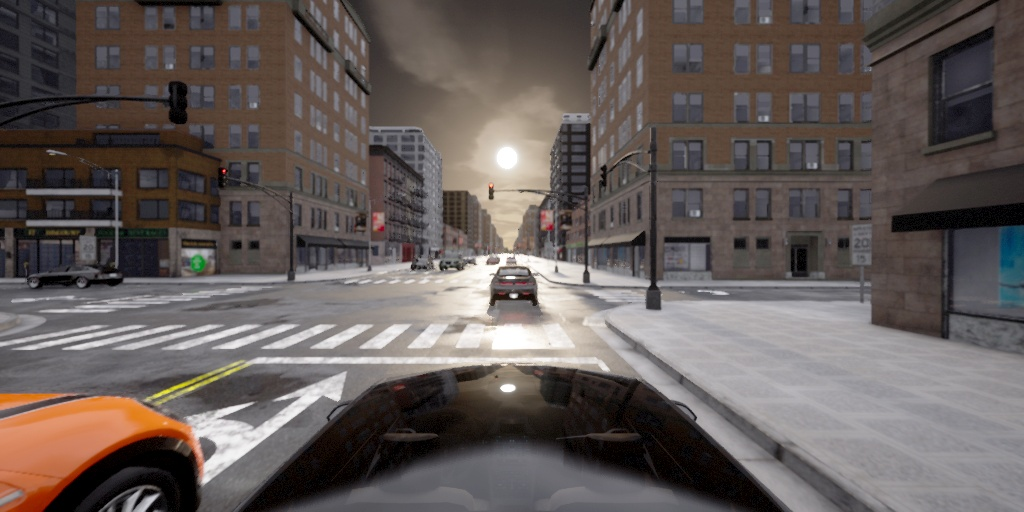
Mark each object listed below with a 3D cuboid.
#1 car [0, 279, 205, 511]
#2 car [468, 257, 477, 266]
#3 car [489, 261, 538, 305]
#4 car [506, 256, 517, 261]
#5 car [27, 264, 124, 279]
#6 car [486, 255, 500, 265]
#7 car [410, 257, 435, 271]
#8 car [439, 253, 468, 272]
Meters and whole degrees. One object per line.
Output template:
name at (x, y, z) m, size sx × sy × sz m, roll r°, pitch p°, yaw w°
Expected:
car at (-3.237, 1.111, 0.635) m, size 2.097 × 1.767 × 4.553 m, roll 0°, pitch 0°, yaw 0°
car at (-6.676, 0.828, 56.795) m, size 1.994 × 1.385 × 4.181 m, roll 0°, pitch 0°, yaw 0°
car at (0.067, 1.139, 15.237) m, size 1.837 × 1.490 × 4.892 m, roll 0°, pitch 1°, yaw 0°
car at (-0.121, 0.817, 62.052) m, size 1.895 × 1.301 × 4.718 m, roll 0°, pitch 1°, yaw 0°
car at (-25.412, 1.159, 20.995) m, size 4.313 × 1.339 × 1.948 m, roll 0°, pitch 0°, yaw 0°
car at (-3.371, 0.781, 61.982) m, size 1.994 × 1.385 × 4.181 m, roll 0°, pitch 1°, yaw 0°
car at (-9.917, 0.919, 40.009) m, size 1.837 × 1.490 × 4.892 m, roll 0°, pitch 0°, yaw 0°
car at (-6.656, 0.631, 40.213) m, size 2.150 × 2.045 × 5.566 m, roll 0°, pitch 1°, yaw 0°
